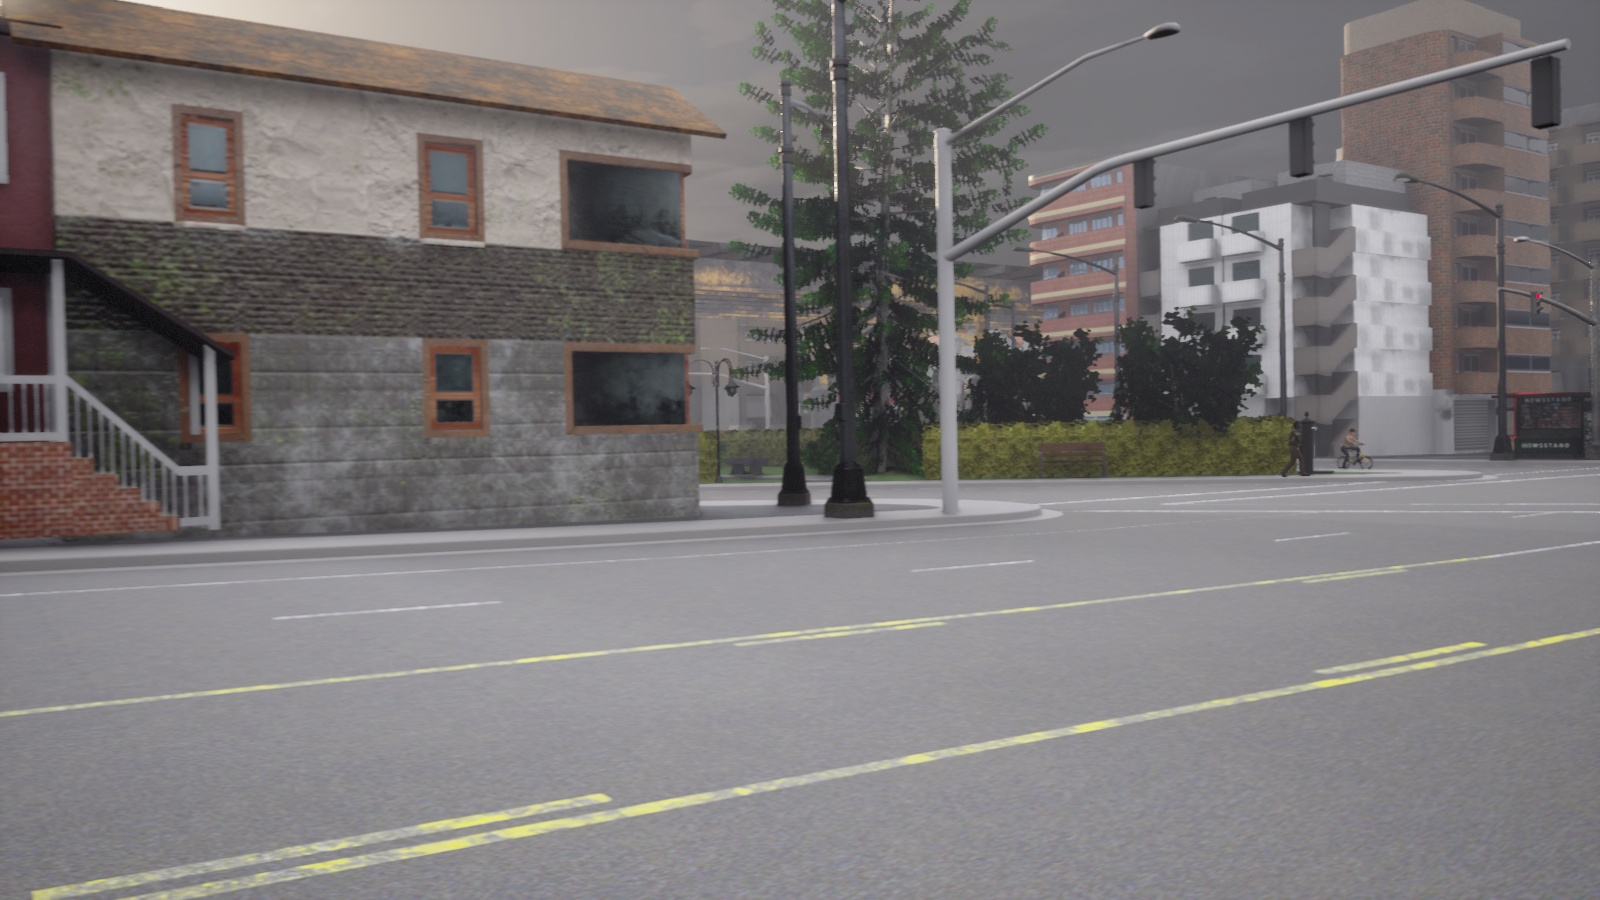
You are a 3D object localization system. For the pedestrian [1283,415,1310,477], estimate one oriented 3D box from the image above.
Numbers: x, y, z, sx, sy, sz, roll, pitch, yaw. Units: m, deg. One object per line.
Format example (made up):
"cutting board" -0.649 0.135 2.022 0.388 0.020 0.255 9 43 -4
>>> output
"pedestrian" 15.623 -0.125 39.511 0.692 1.930 0.395 -1 1 13

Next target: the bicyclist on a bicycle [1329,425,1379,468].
"bicyclist on a bicycle" 21.330 -0.118 48.344 0.866 1.612 1.509 -2 1 -34
